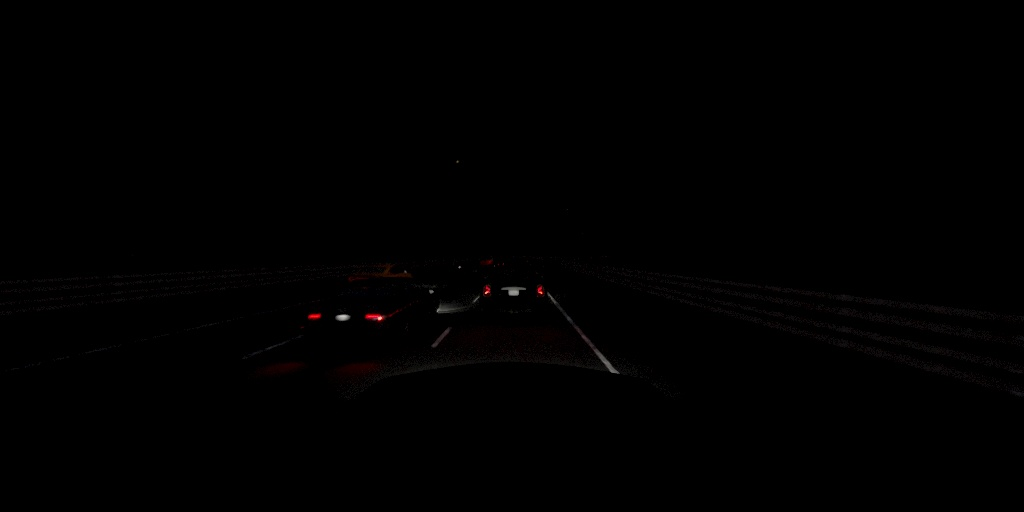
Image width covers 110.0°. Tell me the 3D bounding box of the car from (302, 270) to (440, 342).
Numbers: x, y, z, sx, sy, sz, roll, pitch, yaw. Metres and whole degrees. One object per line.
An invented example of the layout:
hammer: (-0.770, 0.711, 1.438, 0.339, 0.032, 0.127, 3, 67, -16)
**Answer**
car: (-3.386, 1.291, 9.752, 2.033, 1.411, 5.357, 0, 0, 1)

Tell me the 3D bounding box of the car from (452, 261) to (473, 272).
car: (-5.996, 1.254, 43.637, 1.994, 1.385, 4.181, 0, 0, 3)

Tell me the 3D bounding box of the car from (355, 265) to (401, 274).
car: (-6.757, 1.209, 18.873, 1.882, 1.535, 5.008, 0, 0, 1)

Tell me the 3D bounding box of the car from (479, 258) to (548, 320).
car: (0.077, 1.095, 12.666, 2.097, 1.767, 4.553, 0, 0, 1)
